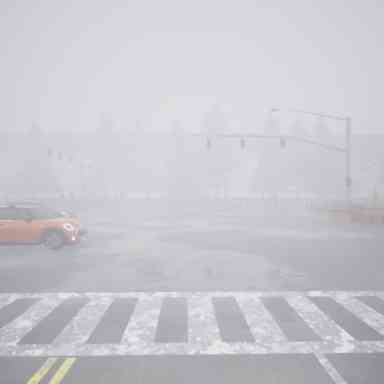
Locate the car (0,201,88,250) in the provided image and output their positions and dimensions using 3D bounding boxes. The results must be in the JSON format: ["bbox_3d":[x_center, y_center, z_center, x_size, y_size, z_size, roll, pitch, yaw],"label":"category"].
[{"bbox_3d":[-6.693,1.348,13.630,4.553,1.767,2.097,0,0,-2],"label":"car"}]

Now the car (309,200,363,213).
[{"bbox_3d":[15.408,1.537,35.515,5.357,1.411,2.033,0,0,-2],"label":"car"}]
